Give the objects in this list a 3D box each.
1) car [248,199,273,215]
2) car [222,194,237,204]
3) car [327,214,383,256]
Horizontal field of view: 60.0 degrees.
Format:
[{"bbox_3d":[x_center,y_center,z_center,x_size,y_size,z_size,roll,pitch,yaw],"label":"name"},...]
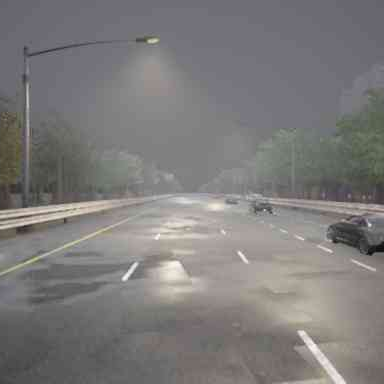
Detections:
[{"bbox_3d":[7.063,1.513,34.677,1.837,1.490,4.892,0,0,0],"label":"car"},{"bbox_3d":[7.161,1.578,61.971,1.994,1.385,4.181,0,0,0],"label":"car"},{"bbox_3d":[7.009,1.569,13.163,1.994,1.385,4.181,0,0,0],"label":"car"}]
